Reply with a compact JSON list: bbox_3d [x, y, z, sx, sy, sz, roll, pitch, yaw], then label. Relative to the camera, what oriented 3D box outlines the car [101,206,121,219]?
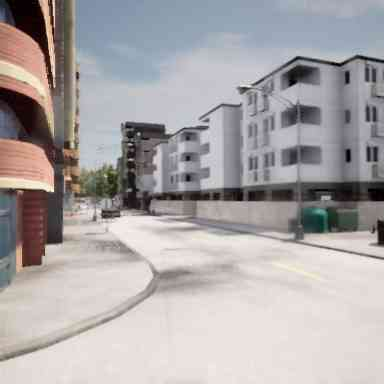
[{"bbox_3d":[-9.713,2.389,39.741,1.882,1.535,5.008,0,-1,-20],"label":"car"}]
